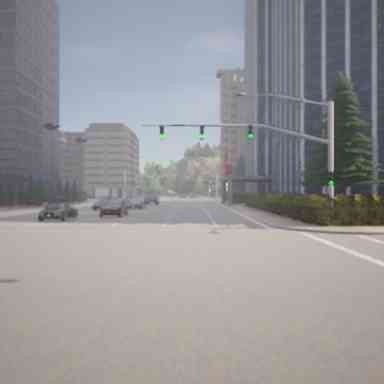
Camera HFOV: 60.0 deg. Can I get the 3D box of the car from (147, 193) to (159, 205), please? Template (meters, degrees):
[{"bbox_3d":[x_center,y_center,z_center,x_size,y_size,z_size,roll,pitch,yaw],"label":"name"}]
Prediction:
[{"bbox_3d":[-7.050,1.245,58.696,2.150,2.045,5.566,0,0,1],"label":"car"}]

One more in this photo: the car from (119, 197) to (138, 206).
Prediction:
[{"bbox_3d":[-10.575,1.568,55.943,2.033,1.411,5.357,0,0,1],"label":"car"}]

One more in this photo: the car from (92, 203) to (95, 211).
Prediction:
[{"bbox_3d":[-10.681,1.565,40.809,2.033,1.411,5.357,0,0,0],"label":"car"}]

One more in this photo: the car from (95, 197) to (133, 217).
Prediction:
[{"bbox_3d":[-7.212,1.490,31.204,1.882,1.535,5.008,0,0,0],"label":"car"}]

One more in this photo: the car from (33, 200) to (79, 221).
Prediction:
[{"bbox_3d":[-10.723,1.578,26.892,1.994,1.385,4.181,0,0,0],"label":"car"}]

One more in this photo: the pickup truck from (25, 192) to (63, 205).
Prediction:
[{"bbox_3d":[-23.666,1.087,53.107,2.390,2.098,6.274,0,0,31],"label":"pickup truck"}]

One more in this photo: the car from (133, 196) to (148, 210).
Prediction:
[{"bbox_3d":[-7.168,1.542,42.741,1.812,1.442,4.674,0,0,1],"label":"car"}]
